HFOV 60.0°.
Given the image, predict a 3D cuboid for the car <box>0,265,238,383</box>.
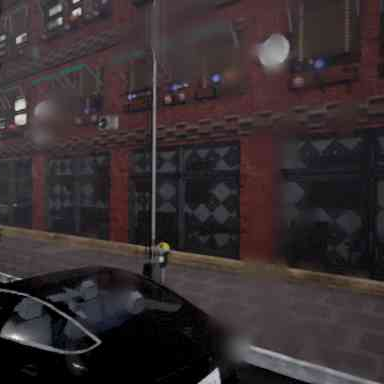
[{"bbox_3d":[-1.564,1.564,3.826,4.313,1.339,1.947,0,1,36],"label":"car"}]
